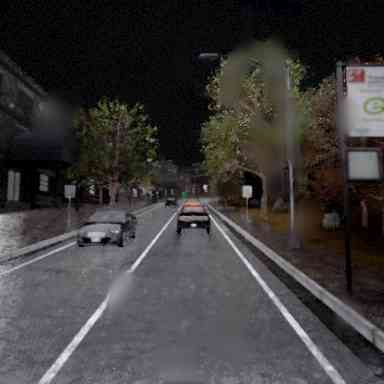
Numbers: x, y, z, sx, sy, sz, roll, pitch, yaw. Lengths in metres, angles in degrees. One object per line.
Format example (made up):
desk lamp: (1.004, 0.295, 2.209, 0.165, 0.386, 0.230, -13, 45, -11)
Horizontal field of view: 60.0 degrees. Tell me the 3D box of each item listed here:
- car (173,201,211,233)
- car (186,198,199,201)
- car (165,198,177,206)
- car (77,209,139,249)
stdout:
car: (0.095, 1.531, 19.876, 2.128, 1.511, 4.902, 0, 0, 0)
car: (0.091, 1.426, 37.861, 2.097, 1.767, 4.553, 0, 0, 0)
car: (-3.558, 1.659, 57.079, 2.033, 1.411, 5.357, 0, 0, 1)
car: (-3.603, 1.521, 14.898, 2.128, 1.511, 4.902, 0, 0, 0)
